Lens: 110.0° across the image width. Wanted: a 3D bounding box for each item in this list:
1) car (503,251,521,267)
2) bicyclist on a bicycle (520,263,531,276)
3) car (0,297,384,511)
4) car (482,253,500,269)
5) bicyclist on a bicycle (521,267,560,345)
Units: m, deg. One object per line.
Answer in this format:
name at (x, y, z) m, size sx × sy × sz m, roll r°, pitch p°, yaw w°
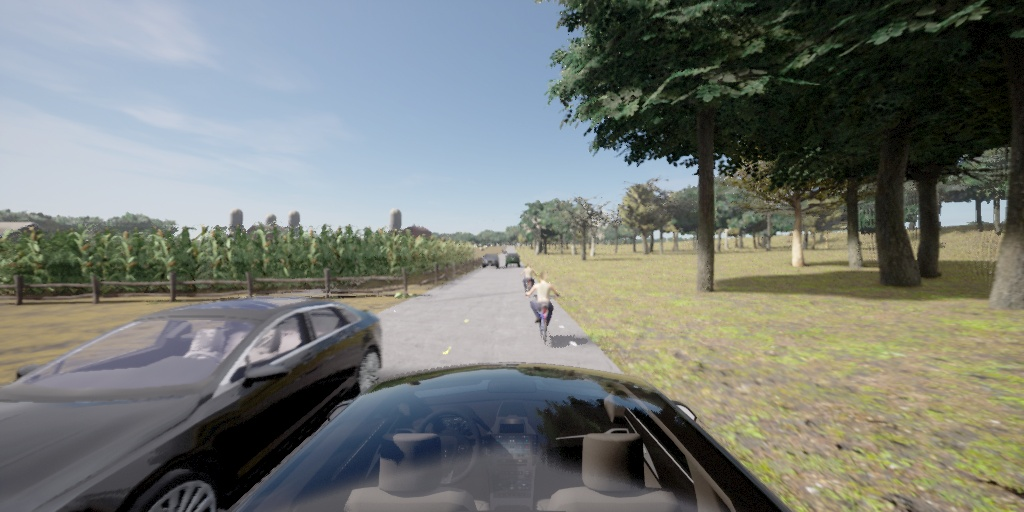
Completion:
car at (0.114, 0.522, 54.776) m, size 2.150 × 2.045 × 5.566 m, roll 0°, pitch 1°, yaw 0°
bicyclist on a bicycle at (0.790, 1.139, 17.213) m, size 0.866 × 1.612 × 1.509 m, roll 0°, pitch 0°, yaw 0°
car at (-2.850, 1.236, 3.535) m, size 2.128 × 1.511 × 4.902 m, roll 0°, pitch 0°, yaw 0°
car at (-2.819, 0.646, 48.407) m, size 2.150 × 2.045 × 5.566 m, roll 0°, pitch 1°, yaw 0°
bicyclist on a bicycle at (0.727, 1.166, 8.480) m, size 0.866 × 1.612 × 1.509 m, roll 0°, pitch 0°, yaw 0°
